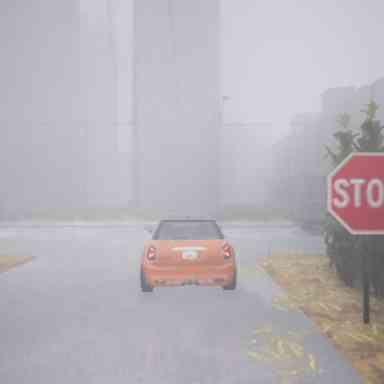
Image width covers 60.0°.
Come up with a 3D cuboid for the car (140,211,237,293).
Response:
[{"bbox_3d":[-0.203,1.323,9.012,2.097,1.767,4.553,0,0,-4],"label":"car"}]

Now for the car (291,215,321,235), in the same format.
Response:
[{"bbox_3d":[7.817,1.545,17.719,4.718,1.301,1.895,0,0,0],"label":"car"}]
